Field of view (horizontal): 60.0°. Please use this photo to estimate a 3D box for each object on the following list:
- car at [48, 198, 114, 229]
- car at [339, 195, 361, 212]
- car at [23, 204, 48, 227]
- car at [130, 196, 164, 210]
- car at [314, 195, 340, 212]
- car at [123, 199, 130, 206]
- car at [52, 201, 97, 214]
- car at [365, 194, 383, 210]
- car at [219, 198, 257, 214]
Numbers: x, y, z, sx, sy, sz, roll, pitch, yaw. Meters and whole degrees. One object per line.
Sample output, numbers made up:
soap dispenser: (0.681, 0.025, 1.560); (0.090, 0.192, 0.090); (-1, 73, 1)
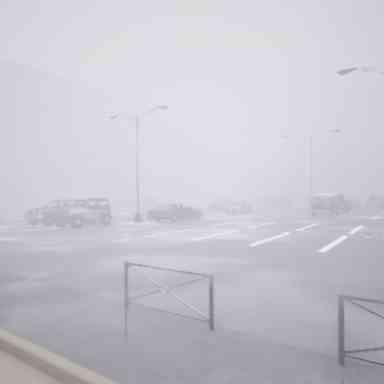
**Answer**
car: (-7.090, 1.363, 22.174); (1.905, 1.878, 3.866); (-1, 0, 34)
car: (20.556, 1.454, 42.805); (1.784, 1.438, 3.905); (-1, 0, 34)
car: (-9.458, 1.393, 23.838); (1.932, 1.855, 4.605); (-1, 0, 34)
car: (-8.471, 1.785, 63.126); (2.150, 2.045, 5.566); (-1, 0, 34)
car: (18.157, 1.517, 44.426); (1.970, 1.475, 3.806); (-1, 0, 34)
car: (-11.344, 1.905, 65.123); (2.097, 1.767, 4.553); (-1, 0, 34)
car: (-14.559, 1.862, 41.458); (2.128, 1.511, 4.902); (-1, -1, 34)
car: (22.806, 1.213, 41.347); (1.932, 1.855, 4.605); (-1, 0, 34)
car: (4.927, 1.577, 35.136); (1.970, 1.475, 3.806); (-1, 0, 34)
